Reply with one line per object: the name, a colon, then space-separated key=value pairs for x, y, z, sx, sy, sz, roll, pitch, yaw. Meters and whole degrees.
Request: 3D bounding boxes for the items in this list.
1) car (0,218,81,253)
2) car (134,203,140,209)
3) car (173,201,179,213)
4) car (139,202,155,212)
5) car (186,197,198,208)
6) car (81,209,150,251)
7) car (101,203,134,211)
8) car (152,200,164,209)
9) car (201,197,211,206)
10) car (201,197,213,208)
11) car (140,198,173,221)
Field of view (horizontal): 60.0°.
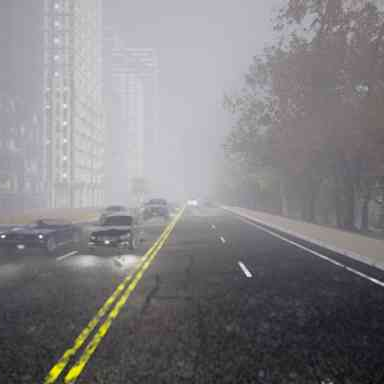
car: x=-6.604 y=1.882 z=15.065 sx=1.895 sy=1.301 sz=4.718 roll=0 pitch=-2 yaw=0
car: x=-6.586 y=2.003 z=38.477 sx=2.128 sy=1.511 sz=4.902 roll=0 pitch=-1 yaw=0
car: x=-3.330 y=2.127 z=47.512 sx=2.128 sy=1.511 sz=4.902 roll=0 pitch=-1 yaw=0
car: x=-6.587 y=2.185 z=49.400 sx=1.812 sy=1.442 sz=4.674 roll=0 pitch=-1 yaw=0
car: x=0.021 y=2.122 z=67.174 sx=2.150 sy=2.045 sz=5.566 roll=0 pitch=-1 yaw=0
car: x=-3.359 y=1.785 z=15.579 sx=1.837 sy=1.490 sz=4.892 roll=-1 pitch=-1 yaw=0
car: x=-6.592 y=1.900 z=28.801 sx=1.837 sy=1.490 sz=4.892 roll=0 pitch=0 yaw=0
car: x=-6.512 y=2.361 z=63.887 sx=1.837 sy=1.490 sz=4.892 roll=0 pitch=-1 yaw=1
car: x=3.275 y=2.145 z=77.567 sx=2.150 sy=2.045 sz=5.566 roll=0 pitch=-1 yaw=0
car: x=3.270 y=2.391 z=67.139 sx=2.128 sy=1.511 sz=4.902 roll=0 pitch=-1 yaw=0
car: x=-3.339 y=1.654 z=32.670 sx=2.150 sy=2.045 sz=5.566 roll=0 pitch=0 yaw=0
